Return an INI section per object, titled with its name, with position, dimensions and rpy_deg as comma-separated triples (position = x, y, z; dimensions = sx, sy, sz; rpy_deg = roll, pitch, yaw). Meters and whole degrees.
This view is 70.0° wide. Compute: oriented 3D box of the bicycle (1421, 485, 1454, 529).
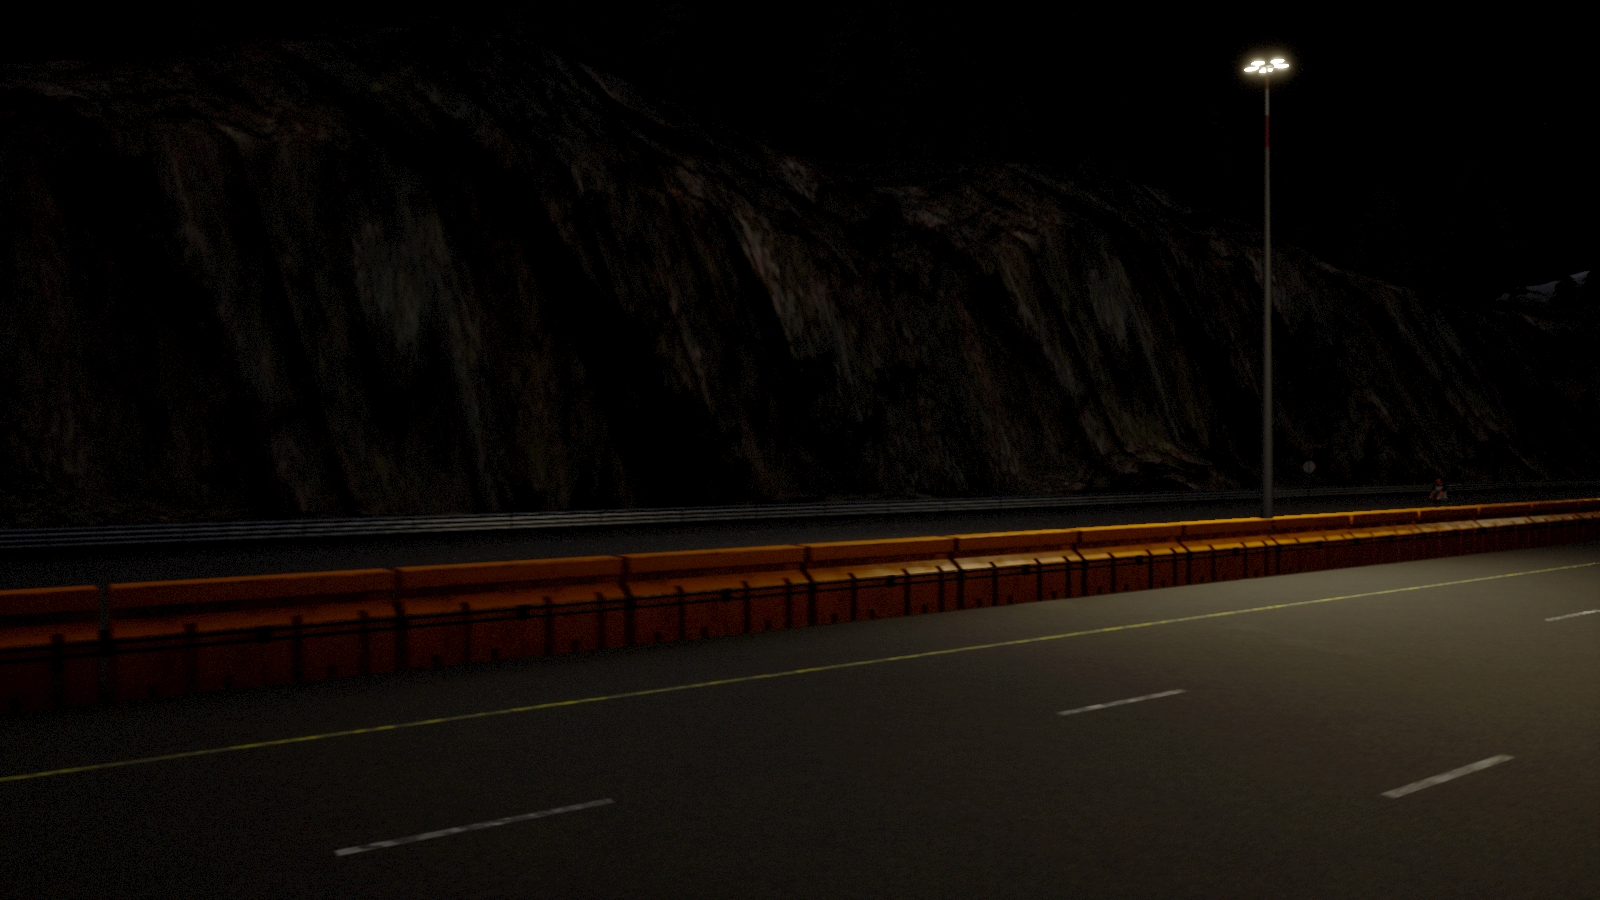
[bicycle]
position = 23.092, 2.046, 41.409
dimensions = 1.643, 1.514, 0.373
rpy_deg = 0, 0, -35
